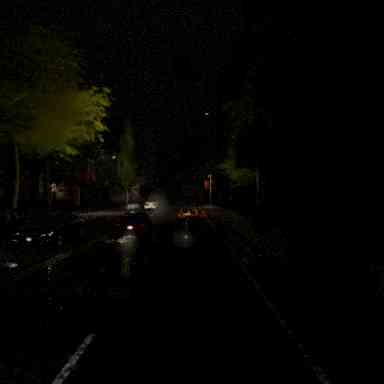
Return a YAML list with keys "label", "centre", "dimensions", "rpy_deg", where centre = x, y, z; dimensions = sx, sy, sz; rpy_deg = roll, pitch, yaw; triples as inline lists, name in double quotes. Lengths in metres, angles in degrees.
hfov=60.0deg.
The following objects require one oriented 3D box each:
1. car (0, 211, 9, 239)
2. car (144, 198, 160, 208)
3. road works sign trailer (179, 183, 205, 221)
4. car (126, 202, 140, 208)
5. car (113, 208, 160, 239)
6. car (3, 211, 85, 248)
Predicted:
- label: "car"
  centre: [-9.849, 1.709, 16.343]
  dimensions: [2.128, 1.511, 4.902]
  rpy_deg: [0, -1, 0]
- label: "car"
  centre: [-6.558, 2.064, 55.743]
  dimensions: [2.150, 2.045, 5.566]
  rpy_deg: [0, -1, 1]
- label: "road works sign trailer"
  centre: [0.003, 0.908, 31.586]
  dimensions: [2.380, 3.560, 2.880]
  rpy_deg: [0, -1, 0]
- label: "car"
  centre: [-9.807, 2.370, 55.810]
  dimensions: [1.812, 1.442, 4.674]
  rpy_deg: [0, -1, 1]
- label: "car"
  centre: [-3.150, 1.819, 18.949]
  dimensions: [1.994, 1.385, 4.181]
  rpy_deg: [0, -1, 0]
- label: "car"
  centre: [-6.599, 1.717, 15.889]
  dimensions: [1.837, 1.490, 4.892]
  rpy_deg: [0, -1, 0]
